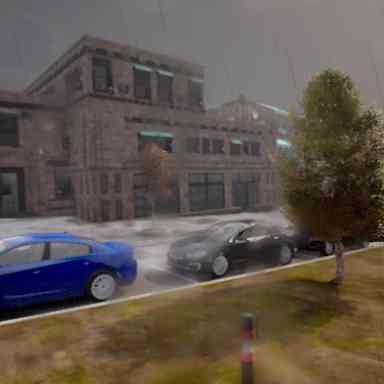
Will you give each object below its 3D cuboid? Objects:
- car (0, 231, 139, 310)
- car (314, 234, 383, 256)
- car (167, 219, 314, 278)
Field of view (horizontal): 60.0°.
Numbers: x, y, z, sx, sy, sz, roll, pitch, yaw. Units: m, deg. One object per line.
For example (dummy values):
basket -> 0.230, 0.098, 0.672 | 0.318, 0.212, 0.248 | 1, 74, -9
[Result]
car -> -3.676, 1.692, 7.423 | 5.008, 1.535, 2.097 | 0, 0, -34
car -> 6.020, 1.715, 14.550 | 5.008, 1.535, 2.097 | 1, 0, -38
car -> 1.502, 1.698, 11.060 | 4.892, 1.521, 2.231 | 1, 0, -36
